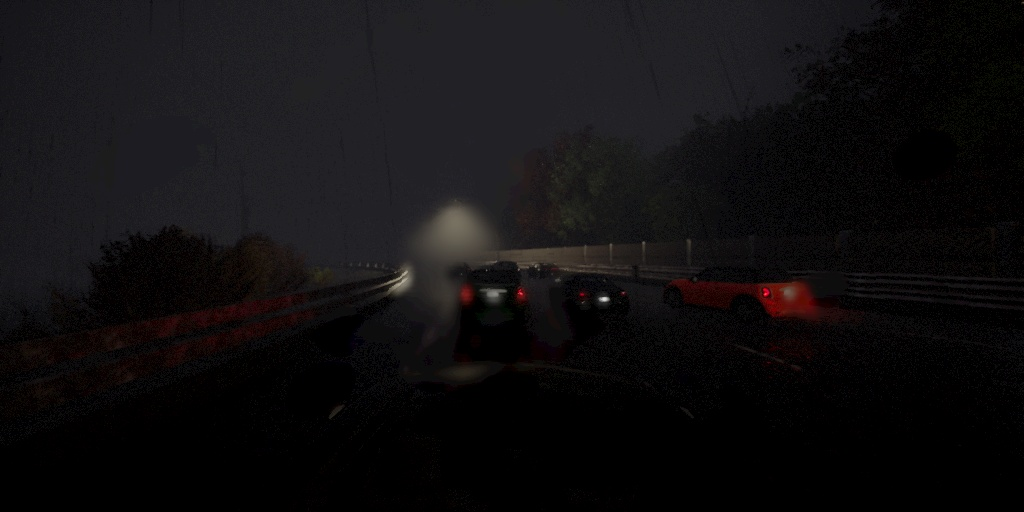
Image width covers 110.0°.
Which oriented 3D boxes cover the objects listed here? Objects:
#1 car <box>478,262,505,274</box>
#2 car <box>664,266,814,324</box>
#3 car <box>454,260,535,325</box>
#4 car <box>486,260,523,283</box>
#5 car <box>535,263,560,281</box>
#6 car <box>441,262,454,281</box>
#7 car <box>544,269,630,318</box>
[{"bbox_3d":[-2.677,1.519,46.264,1.895,1.301,4.718,0,0,-24],"label":"car"},{"bbox_3d":[7.412,1.112,12.379,2.097,1.767,4.553,0,0,-16],"label":"car"},{"bbox_3d":[-0.702,1.141,12.227,2.097,1.767,4.553,0,0,-5],"label":"car"},{"bbox_3d":[-0.742,1.207,30.588,2.097,1.767,4.553,0,0,-15],"label":"car"},{"bbox_3d":[2.686,1.337,31.230,2.128,1.511,4.902,0,0,-16],"label":"car"},{"bbox_3d":[-4.658,1.364,31.582,2.128,1.511,4.902,0,0,-17],"label":"car"},{"bbox_3d":[2.694,1.345,13.318,1.994,1.385,4.181,0,0,-6],"label":"car"}]
